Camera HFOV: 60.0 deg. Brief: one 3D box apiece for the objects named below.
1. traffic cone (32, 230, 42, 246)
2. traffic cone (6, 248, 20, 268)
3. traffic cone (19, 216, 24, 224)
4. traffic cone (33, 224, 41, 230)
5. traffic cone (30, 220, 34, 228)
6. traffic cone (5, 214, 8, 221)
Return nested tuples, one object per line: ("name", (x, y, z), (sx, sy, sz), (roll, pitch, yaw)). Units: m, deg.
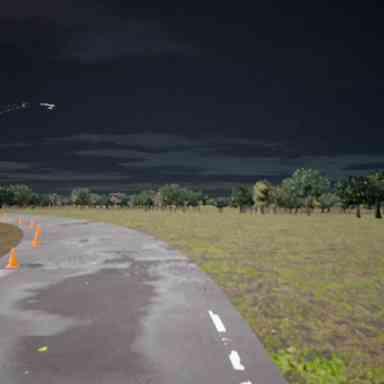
("traffic cone", (-7.063, 2.132, 15.084), (0.340, 0.580, 0.340), (0, -1, -20))
("traffic cone", (-5.683, 2.076, 10.564), (0.340, 0.580, 0.340), (0, -1, -14))
("traffic cone", (-14.038, 2.298, 27.360), (0.340, 0.580, 0.340), (1, -1, -39))
("traffic cone", (-8.932, 2.189, 19.424), (0.340, 0.580, 0.340), (1, -1, -26))
("traffic cone", (-11.266, 2.246, 23.533), (0.340, 0.580, 0.340), (1, -1, -33))
("traffic cone", (-17.213, 2.341, 30.859), (0.340, 0.580, 0.340), (-1, -1, 45))
